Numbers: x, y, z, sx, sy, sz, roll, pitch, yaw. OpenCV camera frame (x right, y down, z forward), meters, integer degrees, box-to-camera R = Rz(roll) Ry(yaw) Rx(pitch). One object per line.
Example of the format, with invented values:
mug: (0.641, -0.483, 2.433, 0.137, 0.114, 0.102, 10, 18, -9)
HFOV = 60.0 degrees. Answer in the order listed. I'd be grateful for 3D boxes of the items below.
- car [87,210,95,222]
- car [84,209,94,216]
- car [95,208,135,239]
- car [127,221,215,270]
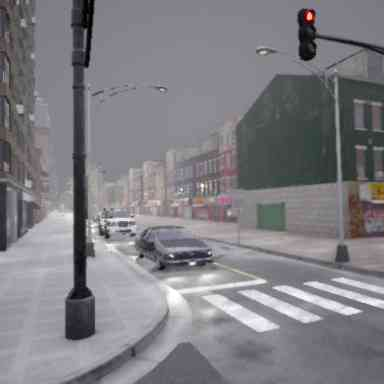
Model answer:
car: (-13.766, 3.544, 45.321, 2.033, 1.411, 5.357, 0, -2, -22)
car: (-24.718, 4.971, 79.669, 1.882, 1.535, 5.008, 0, -2, -22)
car: (-5.734, 2.315, 25.293, 2.150, 2.045, 5.566, 0, -2, -22)
car: (-0.981, 2.110, 13.569, 2.033, 1.411, 5.357, 0, -2, -22)
